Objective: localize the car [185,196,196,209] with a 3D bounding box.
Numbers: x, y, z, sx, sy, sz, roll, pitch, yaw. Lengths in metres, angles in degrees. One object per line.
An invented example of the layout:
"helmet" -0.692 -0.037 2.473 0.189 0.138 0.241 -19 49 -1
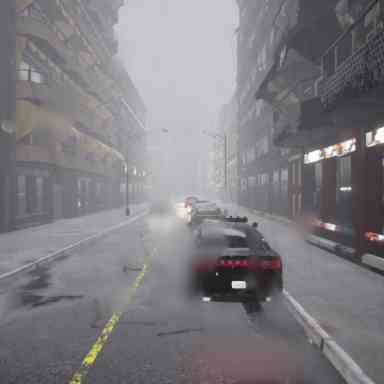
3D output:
"car" 0.034 1.382 47.121 2.097 1.767 4.553 0 0 0

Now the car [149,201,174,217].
"car" -2.750 1.577 30.902 1.994 1.385 4.181 0 0 0

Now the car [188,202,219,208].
"car" 0.825 1.511 18.327 1.837 1.490 4.892 0 0 0

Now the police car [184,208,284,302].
"police car" 0.825 1.427 8.436 1.930 1.638 5.238 0 0 0

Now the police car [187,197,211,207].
"police car" 0.825 1.434 24.437 1.930 1.638 5.238 0 0 0
